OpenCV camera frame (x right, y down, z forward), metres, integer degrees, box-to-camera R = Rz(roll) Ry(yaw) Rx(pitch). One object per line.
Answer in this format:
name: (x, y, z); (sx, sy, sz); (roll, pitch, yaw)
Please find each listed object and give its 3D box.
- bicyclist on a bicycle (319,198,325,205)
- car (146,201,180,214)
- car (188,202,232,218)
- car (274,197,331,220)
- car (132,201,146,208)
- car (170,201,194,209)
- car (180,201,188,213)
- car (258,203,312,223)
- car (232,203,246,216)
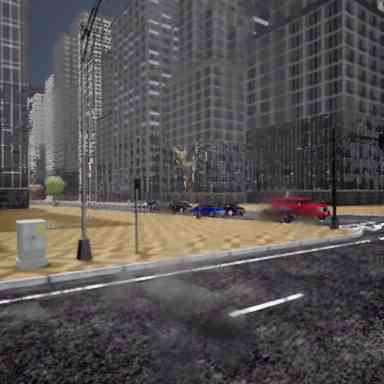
bicyclist on a bicycle: (16.092, 1.609, 41.331); (1.656, 1.620, 0.582); (-1, 0, -35)
car: (-4.011, 2.259, 45.382); (1.895, 1.301, 4.718); (-1, -1, -35)
car: (1.901, 2.021, 36.987); (1.812, 1.442, 4.674); (-1, -1, -35)
car: (10.035, 1.540, 31.093); (2.150, 2.045, 5.566); (-1, -1, -35)
car: (-10.236, 2.449, 65.627); (1.812, 1.442, 4.674); (-1, -1, -35)
car: (-1.831, 2.340, 59.356); (1.895, 1.301, 4.718); (-1, -1, -35)
car: (-1.587, 2.143, 47.586); (1.837, 1.490, 4.892); (-1, -1, -35)
car: (7.701, 1.900, 28.767); (1.994, 1.385, 4.181); (-1, -1, -35)
car: (4.256, 1.982, 39.290); (1.837, 1.490, 4.892); (-1, -1, -35)
